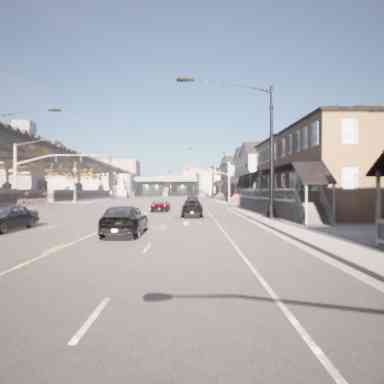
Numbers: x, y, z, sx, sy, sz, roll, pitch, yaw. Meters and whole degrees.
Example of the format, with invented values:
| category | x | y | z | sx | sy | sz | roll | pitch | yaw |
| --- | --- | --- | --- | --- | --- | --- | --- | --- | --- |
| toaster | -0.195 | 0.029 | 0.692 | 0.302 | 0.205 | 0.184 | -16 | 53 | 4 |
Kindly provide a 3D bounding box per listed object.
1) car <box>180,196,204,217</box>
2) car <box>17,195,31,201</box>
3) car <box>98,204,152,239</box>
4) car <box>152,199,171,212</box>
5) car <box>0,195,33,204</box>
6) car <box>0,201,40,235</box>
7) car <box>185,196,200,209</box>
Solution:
| category | x | y | z | sx | sy | sz | roll | pitch | yaw |
| --- | --- | --- | --- | --- | --- | --- | --- | --- | --- |
| car | 0.027 | 1.401 | 29.625 | 1.837 | 1.490 | 4.892 | 0 | 1 | 1 |
| car | -30.779 | 1.088 | 58.280 | 1.853 | 1.218 | 4.536 | 0 | 0 | 29 |
| car | -3.406 | 1.444 | 17.020 | 1.837 | 1.490 | 4.892 | 0 | 0 | 0 |
| car | -3.431 | 1.470 | 36.978 | 1.895 | 1.301 | 4.718 | 0 | 0 | 0 |
| car | -30.755 | 1.246 | 58.326 | 2.038 | 1.542 | 4.974 | 0 | 0 | 29 |
| car | -10.507 | 1.481 | 18.717 | 2.033 | 1.411 | 5.357 | 0 | 0 | 0 |
| car | 0.048 | 1.323 | 43.688 | 1.882 | 1.535 | 5.008 | 0 | 0 | 0 |
